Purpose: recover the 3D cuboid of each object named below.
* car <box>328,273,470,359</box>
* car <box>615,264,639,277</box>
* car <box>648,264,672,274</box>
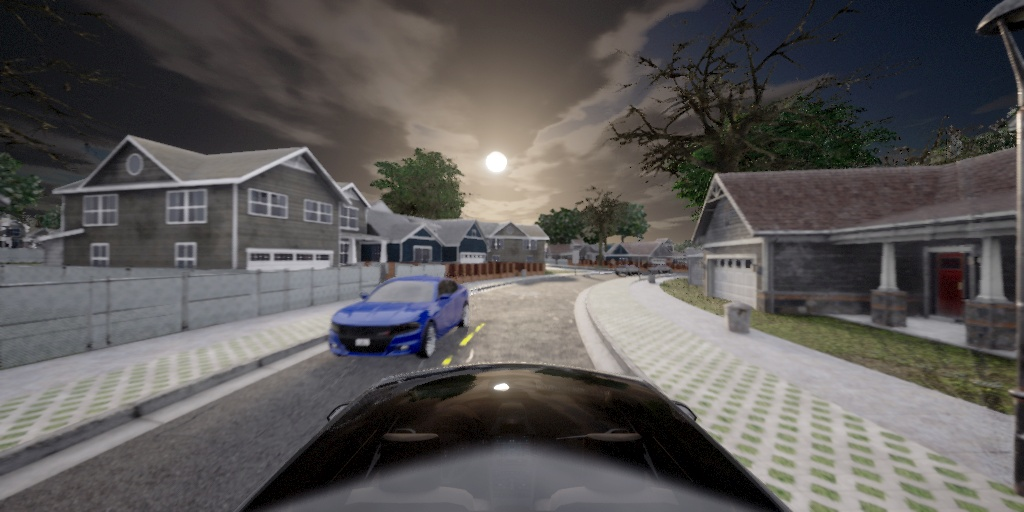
[{"bbox_3d":[-2.344,1.228,8.690,1.882,1.535,5.008,0,0,6],"label":"car"},{"bbox_3d":[14.611,1.794,45.146,2.128,1.511,4.902,0,-1,39],"label":"car"},{"bbox_3d":[22.220,2.013,53.715,4.902,1.511,2.128,1,-1,-40],"label":"car"}]
